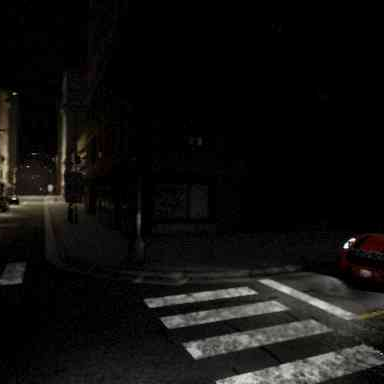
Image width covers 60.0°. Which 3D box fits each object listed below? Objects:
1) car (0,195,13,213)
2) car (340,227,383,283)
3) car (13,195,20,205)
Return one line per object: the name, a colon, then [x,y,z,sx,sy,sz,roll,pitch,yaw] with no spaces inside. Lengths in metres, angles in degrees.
car: [-18.709,1.105,31.926,1.882,1.535,5.008,1,0,-24]
car: [6.293,1.427,9.073,4.553,1.767,2.097,1,0,-25]
car: [-24.122,1.071,44.309,1.994,1.385,4.181,1,0,-23]
